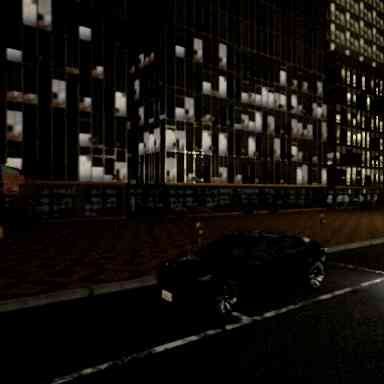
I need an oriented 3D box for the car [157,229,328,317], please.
[{"bbox_3d":[1.305,1.567,7.490,4.313,1.339,1.947,0,0,-35],"label":"car"}]
